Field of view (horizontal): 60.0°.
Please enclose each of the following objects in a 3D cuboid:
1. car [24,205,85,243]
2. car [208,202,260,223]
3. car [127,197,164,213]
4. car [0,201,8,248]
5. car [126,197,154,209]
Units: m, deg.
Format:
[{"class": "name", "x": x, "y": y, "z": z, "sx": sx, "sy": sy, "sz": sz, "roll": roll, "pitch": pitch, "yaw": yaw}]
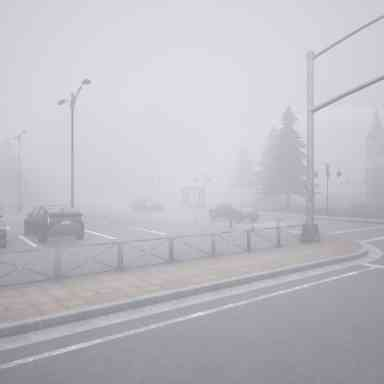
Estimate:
[{"class": "car", "x": -6.390, "y": 1.340, "z": 15.296, "sx": 2.007, "sy": 1.523, "sz": 4.514, "roll": 0, "pitch": 0, "yaw": -36}, {"class": "car", "x": 3.175, "y": 1.530, "z": 26.119, "sx": 1.812, "sy": 1.442, "sz": 4.674, "roll": 0, "pitch": 0, "yaw": -37}, {"class": "car", "x": -5.036, "y": 1.357, "z": 37.233, "sx": 2.097, "sy": 1.767, "sz": 4.553, "roll": 0, "pitch": 0, "yaw": -36}, {"class": "car", "x": -8.901, "y": 1.331, "z": 13.416, "sx": 2.152, "sy": 1.636, "sz": 5.027, "roll": 0, "pitch": 0, "yaw": -36}, {"class": "car", "x": -7.413, "y": 1.510, "z": 46.657, "sx": 1.837, "sy": 1.490, "sz": 4.892, "roll": 0, "pitch": 0, "yaw": -36}]
